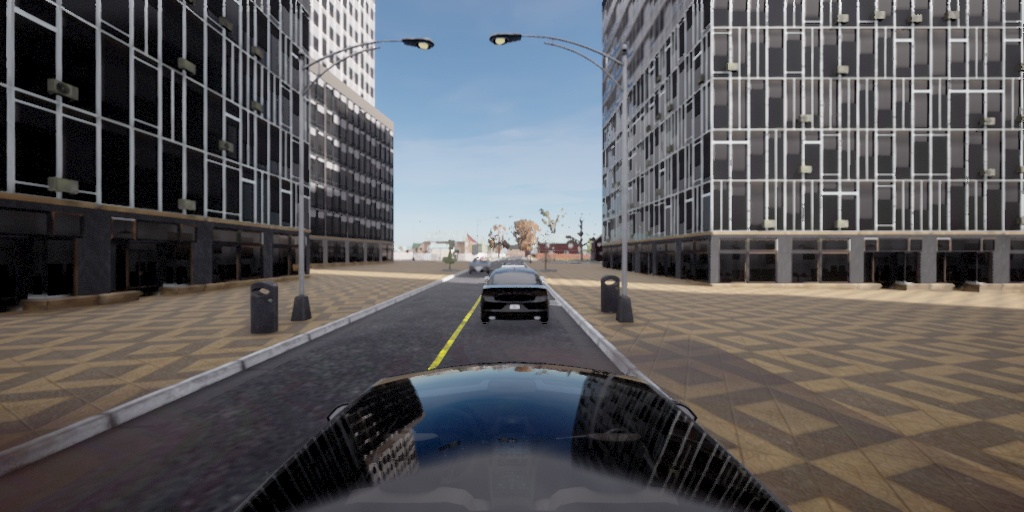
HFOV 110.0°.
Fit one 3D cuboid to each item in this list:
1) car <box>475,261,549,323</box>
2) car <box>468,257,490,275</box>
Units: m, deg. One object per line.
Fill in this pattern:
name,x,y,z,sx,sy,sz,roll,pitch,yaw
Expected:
car,0.082,1.109,11.595,1.882,1.535,5.008,0,1,0
car,-2.838,0.880,32.773,2.128,1.511,4.902,0,1,0
